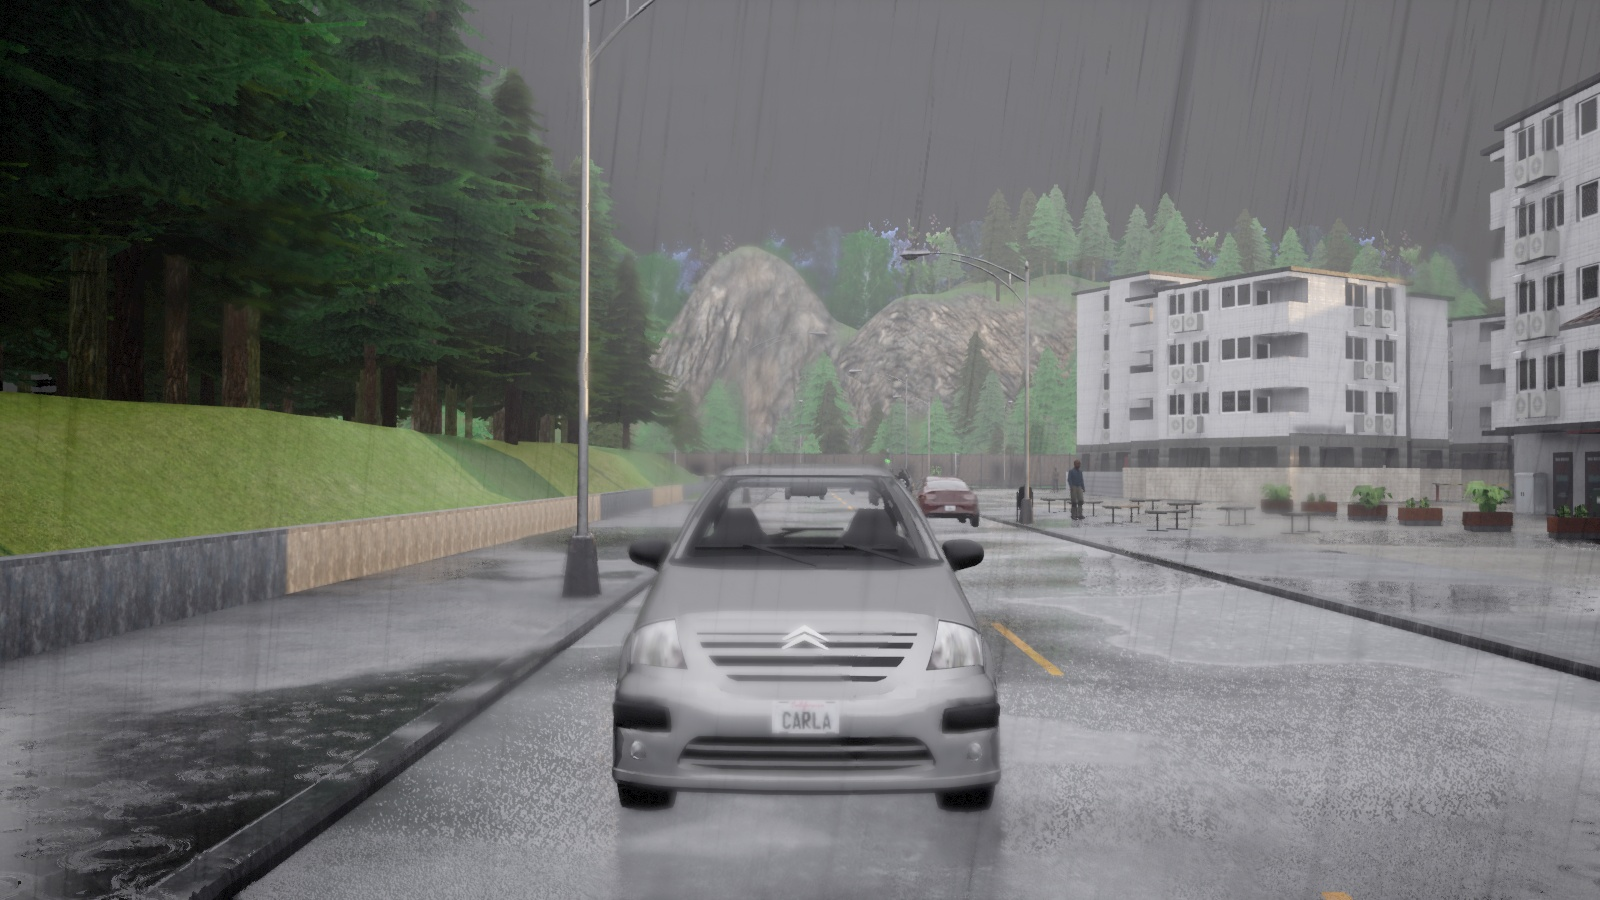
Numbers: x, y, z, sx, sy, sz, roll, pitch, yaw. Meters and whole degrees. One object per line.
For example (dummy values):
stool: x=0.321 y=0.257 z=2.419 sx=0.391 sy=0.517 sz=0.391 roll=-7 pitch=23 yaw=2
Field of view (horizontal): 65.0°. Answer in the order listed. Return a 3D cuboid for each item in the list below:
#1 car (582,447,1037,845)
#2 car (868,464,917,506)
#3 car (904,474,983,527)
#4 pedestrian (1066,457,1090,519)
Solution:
car: x=0.044 y=0.832 z=7.120 sx=1.851 sy=1.617 sz=3.988 roll=0 pitch=-1 yaw=0
car: x=4.245 y=1.589 z=58.166 sx=1.932 sy=1.855 sz=4.605 roll=0 pitch=-1 yaw=0
car: x=4.163 y=1.444 z=37.032 sx=1.812 sy=1.442 sz=4.674 roll=0 pitch=-1 yaw=0
pedestrian: x=8.328 y=1.122 z=37.649 sx=0.370 sy=1.835 sz=0.726 roll=0 pitch=-1 yaw=-19
